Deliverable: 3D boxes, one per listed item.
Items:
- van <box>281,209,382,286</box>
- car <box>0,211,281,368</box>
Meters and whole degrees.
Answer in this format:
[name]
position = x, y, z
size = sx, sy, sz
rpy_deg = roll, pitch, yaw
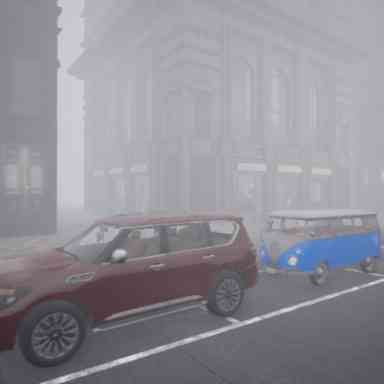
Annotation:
[van]
position = 3.610, 1.377, 9.225
size = 3.998, 1.788, 1.690
rpy_deg = 0, 0, -35
[car]
position = -0.978, 1.326, 5.953
size = 5.009, 1.841, 2.192
rpy_deg = 0, 0, -35
